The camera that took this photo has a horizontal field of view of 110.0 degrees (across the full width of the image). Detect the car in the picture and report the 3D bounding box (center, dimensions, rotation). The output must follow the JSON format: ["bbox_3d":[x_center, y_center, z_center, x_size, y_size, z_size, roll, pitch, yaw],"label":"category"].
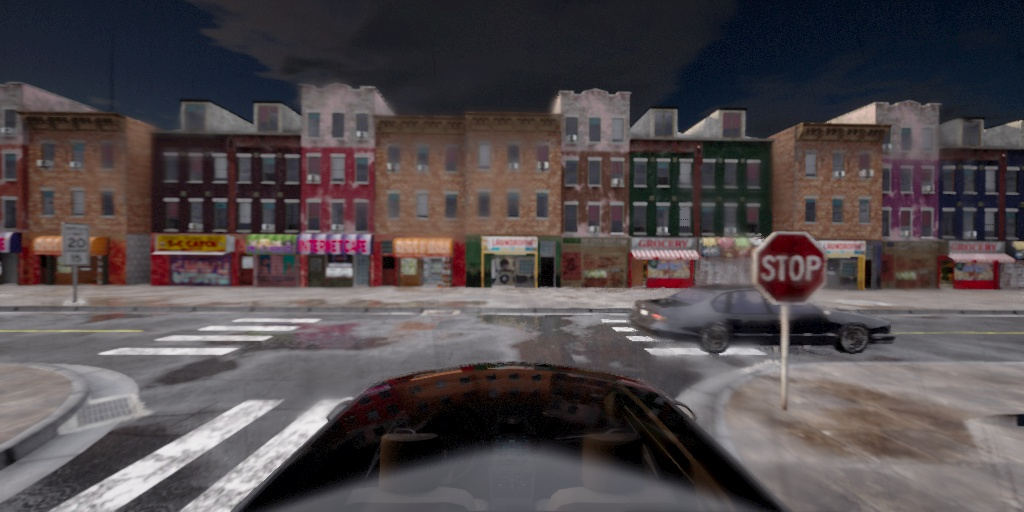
[{"bbox_3d":[5.582,1.389,8.434,5.357,1.411,2.033,1,0,-2],"label":"car"}]
